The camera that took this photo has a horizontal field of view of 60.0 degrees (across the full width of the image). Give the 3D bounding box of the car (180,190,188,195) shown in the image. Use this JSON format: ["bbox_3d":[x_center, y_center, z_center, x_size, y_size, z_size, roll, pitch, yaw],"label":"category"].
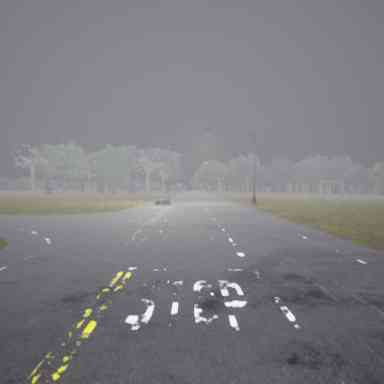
[{"bbox_3d":[-2.368,0.217,95.304,1.837,1.490,4.892,0,1,7],"label":"car"}]

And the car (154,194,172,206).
[{"bbox_3d":[-3.729,0.989,43.150,1.837,1.490,4.892,0,1,-1],"label":"car"}]
